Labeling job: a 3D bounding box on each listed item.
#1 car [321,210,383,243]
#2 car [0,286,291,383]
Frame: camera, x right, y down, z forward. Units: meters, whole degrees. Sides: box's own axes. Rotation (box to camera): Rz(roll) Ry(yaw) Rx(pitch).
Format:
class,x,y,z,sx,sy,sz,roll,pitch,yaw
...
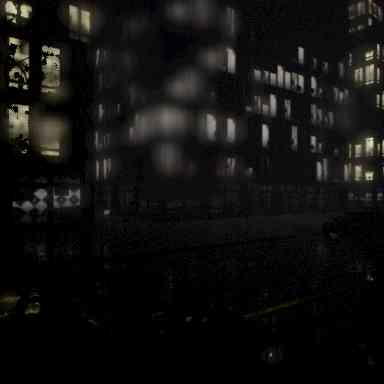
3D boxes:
class,x,y,z,sx,sy,sz,roll,pitch,yaw
car,8.140,1.563,16.226,4.313,1.339,1.947,0,0,-36
car,-1.268,1.525,2.529,4.674,1.442,1.812,0,0,-35
